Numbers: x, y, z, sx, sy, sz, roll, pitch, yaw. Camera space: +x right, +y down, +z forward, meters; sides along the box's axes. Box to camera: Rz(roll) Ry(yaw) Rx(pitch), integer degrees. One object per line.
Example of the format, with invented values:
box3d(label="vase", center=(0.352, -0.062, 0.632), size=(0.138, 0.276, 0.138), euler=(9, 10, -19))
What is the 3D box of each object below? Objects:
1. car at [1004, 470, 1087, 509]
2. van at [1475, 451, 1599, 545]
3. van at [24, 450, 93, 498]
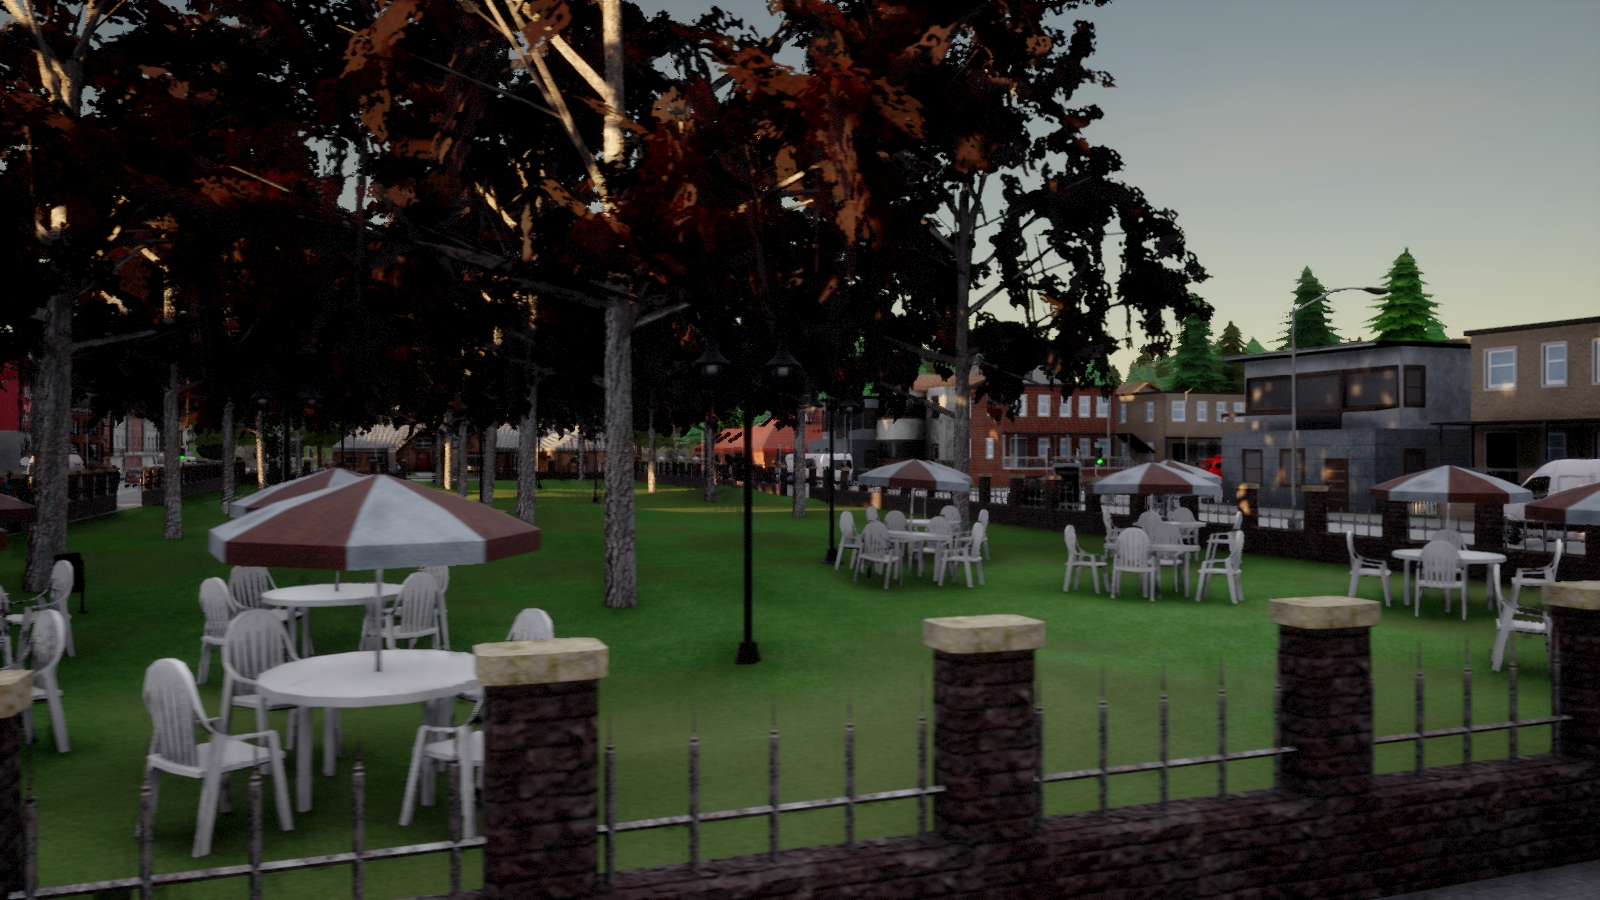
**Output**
box3d(label="car", center=(11.086, 1.779, 51.949), size=(1.851, 1.617, 3.988), euler=(0, 0, -20))
box3d(label="van", center=(22.485, 1.314, 32.324), size=(1.988, 2.561, 5.915), euler=(0, 0, -20))
box3d(label="van", center=(-41.584, 1.314, 64.233), size=(1.988, 2.561, 5.915), euler=(0, 0, -20))
